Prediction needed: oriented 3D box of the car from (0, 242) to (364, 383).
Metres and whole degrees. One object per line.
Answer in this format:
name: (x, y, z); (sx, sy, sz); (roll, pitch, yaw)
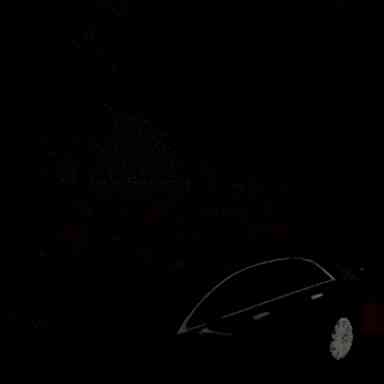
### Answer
car: (0.263, 1.489, 4.185); (4.892, 1.490, 1.837); (0, 0, -35)
